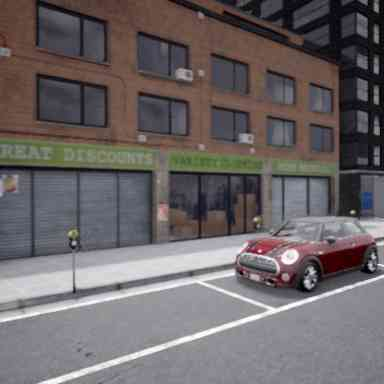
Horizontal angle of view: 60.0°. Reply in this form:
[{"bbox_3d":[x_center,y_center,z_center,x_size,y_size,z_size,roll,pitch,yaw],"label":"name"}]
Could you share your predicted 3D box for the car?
[{"bbox_3d":[3.049,1.397,8.707,4.097,1.590,1.967,0,0,-35],"label":"car"}]
